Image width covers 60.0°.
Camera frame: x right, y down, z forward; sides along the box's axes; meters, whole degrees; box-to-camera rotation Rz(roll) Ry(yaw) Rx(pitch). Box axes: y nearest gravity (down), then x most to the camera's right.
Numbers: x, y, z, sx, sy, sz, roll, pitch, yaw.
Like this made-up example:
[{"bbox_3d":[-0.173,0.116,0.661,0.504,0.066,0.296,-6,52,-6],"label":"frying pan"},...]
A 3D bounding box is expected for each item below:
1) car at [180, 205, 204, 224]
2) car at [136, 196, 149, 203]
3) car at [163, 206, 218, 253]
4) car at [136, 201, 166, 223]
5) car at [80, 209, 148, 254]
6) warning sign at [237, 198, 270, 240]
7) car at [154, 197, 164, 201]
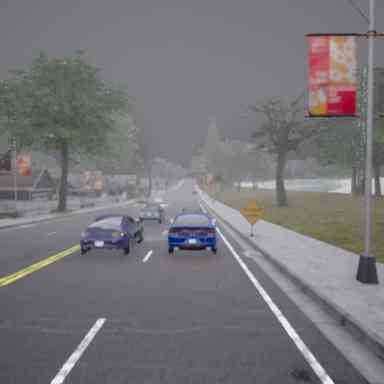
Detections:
[{"bbox_3d":[0.037,1.821,28.247,1.895,1.301,4.718,0,0,1],"label":"car"},{"bbox_3d":[-9.726,1.577,65.328,2.097,1.767,4.553,0,0,0],"label":"car"},{"bbox_3d":[0.039,1.596,14.262,1.882,1.535,5.008,0,0,1],"label":"car"},{"bbox_3d":[-3.222,1.762,27.506,2.033,1.411,5.357,0,0,0],"label":"car"},{"bbox_3d":[-3.214,1.641,13.914,1.812,1.442,4.674,0,0,1],"label":"car"},{"bbox_3d":[2.897,1.249,15.908,1.300,1.860,1.060,2,2,0],"label":"warning sign"},{"bbox_3d":[-6.474,1.750,65.277,1.812,1.442,4.674,0,1,0],"label":"car"}]
